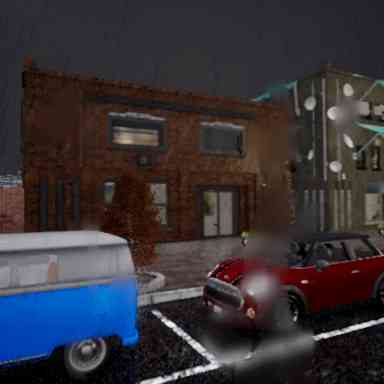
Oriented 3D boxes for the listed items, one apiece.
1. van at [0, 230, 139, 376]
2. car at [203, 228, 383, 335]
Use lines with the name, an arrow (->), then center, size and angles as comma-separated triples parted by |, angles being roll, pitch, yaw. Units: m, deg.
van -> -2.693, 1.455, 4.340 | 3.998, 1.788, 1.690 | 1, -2, -27
car -> 2.239, 1.601, 6.879 | 4.097, 1.590, 1.967 | 1, -2, -27
